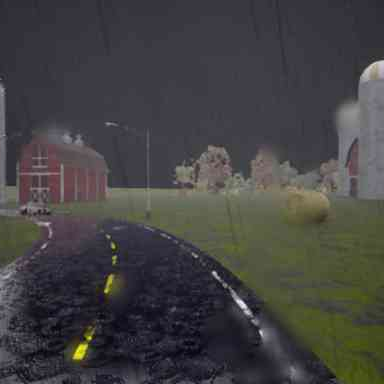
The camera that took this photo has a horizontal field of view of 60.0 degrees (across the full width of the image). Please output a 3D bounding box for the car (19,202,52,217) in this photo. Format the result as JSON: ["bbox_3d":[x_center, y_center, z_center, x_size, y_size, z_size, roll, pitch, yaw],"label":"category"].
[{"bbox_3d":[-15.160,1.662,32.164,1.994,1.385,4.181,-1,0,-42],"label":"car"}]
